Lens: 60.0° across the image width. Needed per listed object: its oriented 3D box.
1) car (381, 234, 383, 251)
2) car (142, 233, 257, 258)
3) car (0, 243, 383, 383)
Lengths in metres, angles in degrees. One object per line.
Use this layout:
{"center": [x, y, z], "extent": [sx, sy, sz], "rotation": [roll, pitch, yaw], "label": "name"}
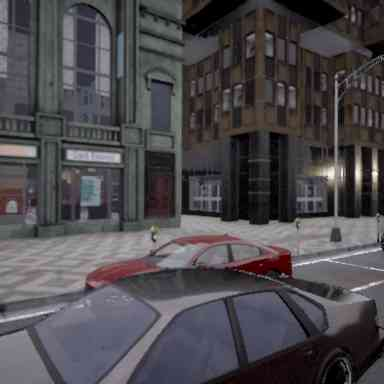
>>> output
{"center": [9.315, 1.688, 13.296], "extent": [4.313, 1.339, 1.947], "rotation": [1, -1, -36], "label": "car"}
{"center": [0.138, 1.576, 6.750], "extent": [4.507, 1.381, 1.887], "rotation": [1, 0, -35], "label": "car"}
{"center": [-0.150, 1.560, 3.271], "extent": [5.357, 1.411, 2.033], "rotation": [1, 0, -35], "label": "car"}
